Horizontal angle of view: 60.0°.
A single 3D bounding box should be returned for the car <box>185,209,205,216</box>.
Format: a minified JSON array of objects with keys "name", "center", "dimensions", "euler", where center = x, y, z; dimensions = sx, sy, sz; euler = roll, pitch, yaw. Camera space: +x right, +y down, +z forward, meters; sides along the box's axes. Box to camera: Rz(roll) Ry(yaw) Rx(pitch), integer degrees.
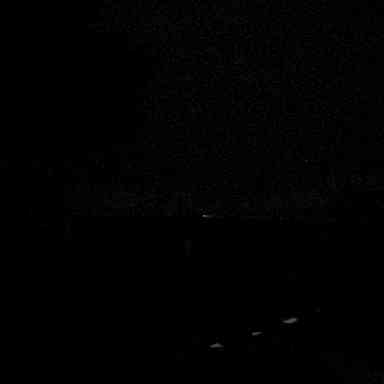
[{"name":"car","center":[0.513,3.898,63.651],"dimensions":[1.812,1.442,4.674],"euler":[1,-3,-36]}]
